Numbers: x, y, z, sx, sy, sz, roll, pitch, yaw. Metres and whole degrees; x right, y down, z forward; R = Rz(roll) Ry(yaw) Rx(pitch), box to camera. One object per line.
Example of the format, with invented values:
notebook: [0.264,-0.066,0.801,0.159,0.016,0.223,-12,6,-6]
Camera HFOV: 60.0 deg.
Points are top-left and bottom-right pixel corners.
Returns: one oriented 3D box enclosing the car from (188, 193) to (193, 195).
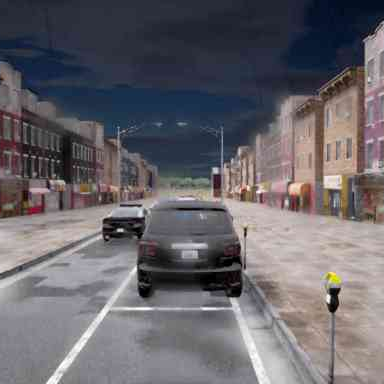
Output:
car: [-0.403,1.302,36.607,2.192,1.841,5.009,-1,0,0]

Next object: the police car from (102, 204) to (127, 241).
police car: [-3.020,1.419,16.634,1.930,1.638,5.238,0,0,0]

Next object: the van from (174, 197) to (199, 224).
van: [-0.402,1.332,25.542,1.690,1.788,3.998,-1,0,0]

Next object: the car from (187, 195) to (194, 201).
car: [-0.395,1.543,86.399,1.947,1.339,4.313,-1,0,0]

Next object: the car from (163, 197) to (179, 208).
car: [-2.923,1.461,47.545,1.882,1.535,5.008,0,0,0]

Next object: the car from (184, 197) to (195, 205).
car: [-0.396,1.563,58.737,1.802,1.307,4.206,-1,0,0]

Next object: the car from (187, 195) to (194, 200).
car: [-0.395,1.543,91.932,1.947,1.339,4.313,-1,0,0]

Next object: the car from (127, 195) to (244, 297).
car: [-0.039,1.225,8.682,2.150,2.045,5.566,0,0,0]

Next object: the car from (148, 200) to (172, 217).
car: [-2.926,1.514,31.586,1.812,1.442,4.674,0,0,0]
